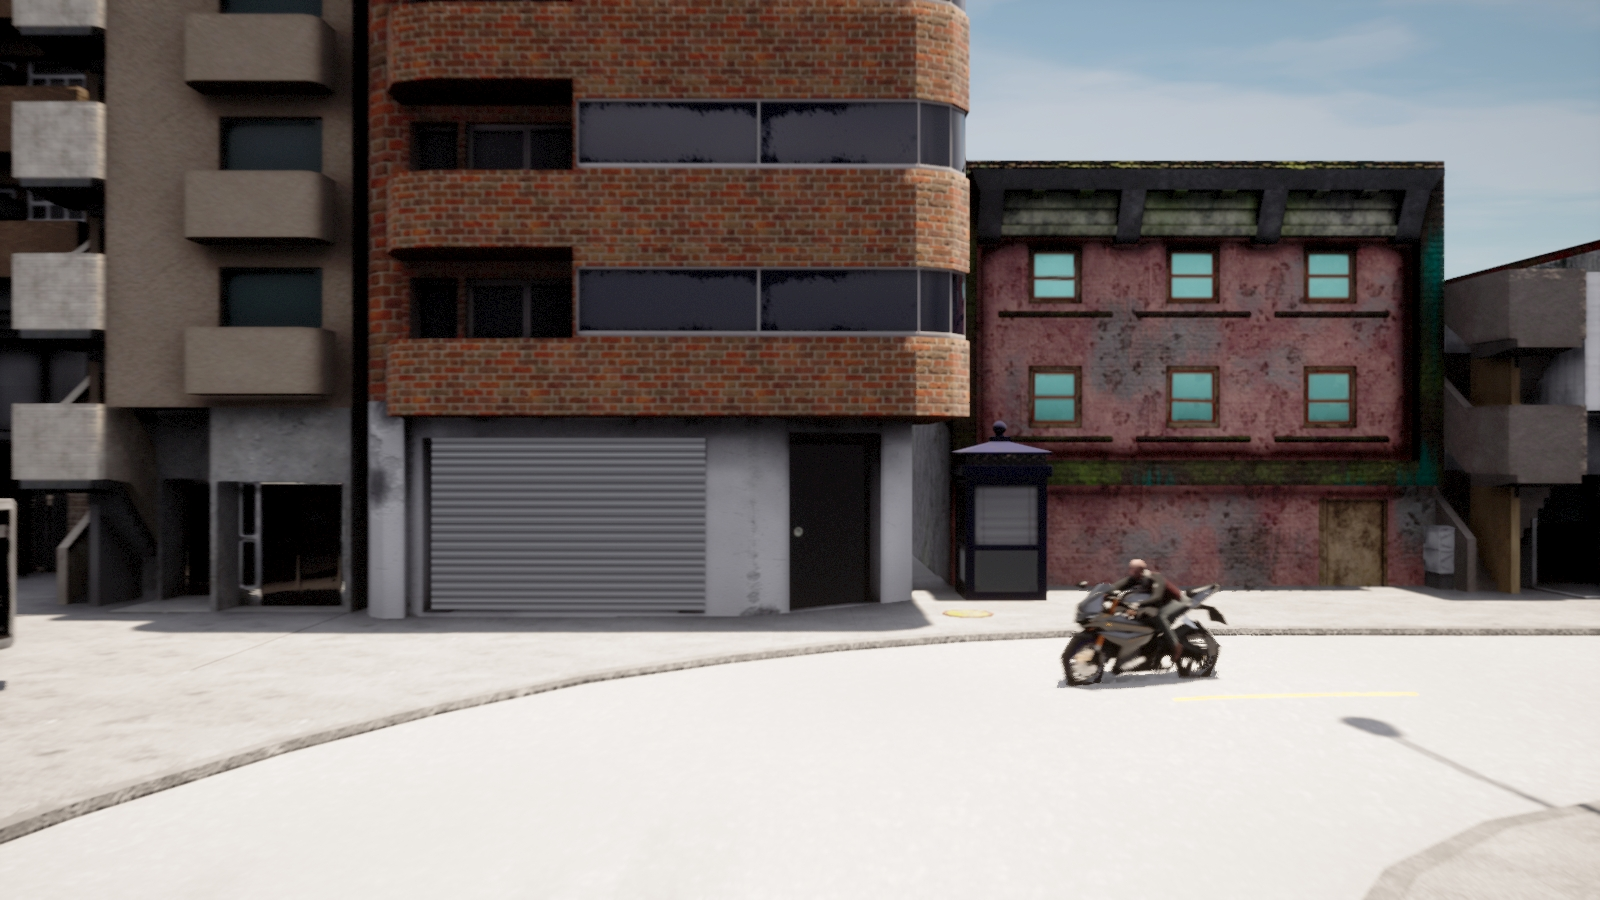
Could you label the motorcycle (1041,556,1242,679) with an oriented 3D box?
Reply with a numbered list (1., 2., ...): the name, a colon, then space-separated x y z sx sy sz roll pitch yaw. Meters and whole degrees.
1. motorcycle: 4.127 1.989 13.849 2.209 1.251 0.867 0 1 -17
